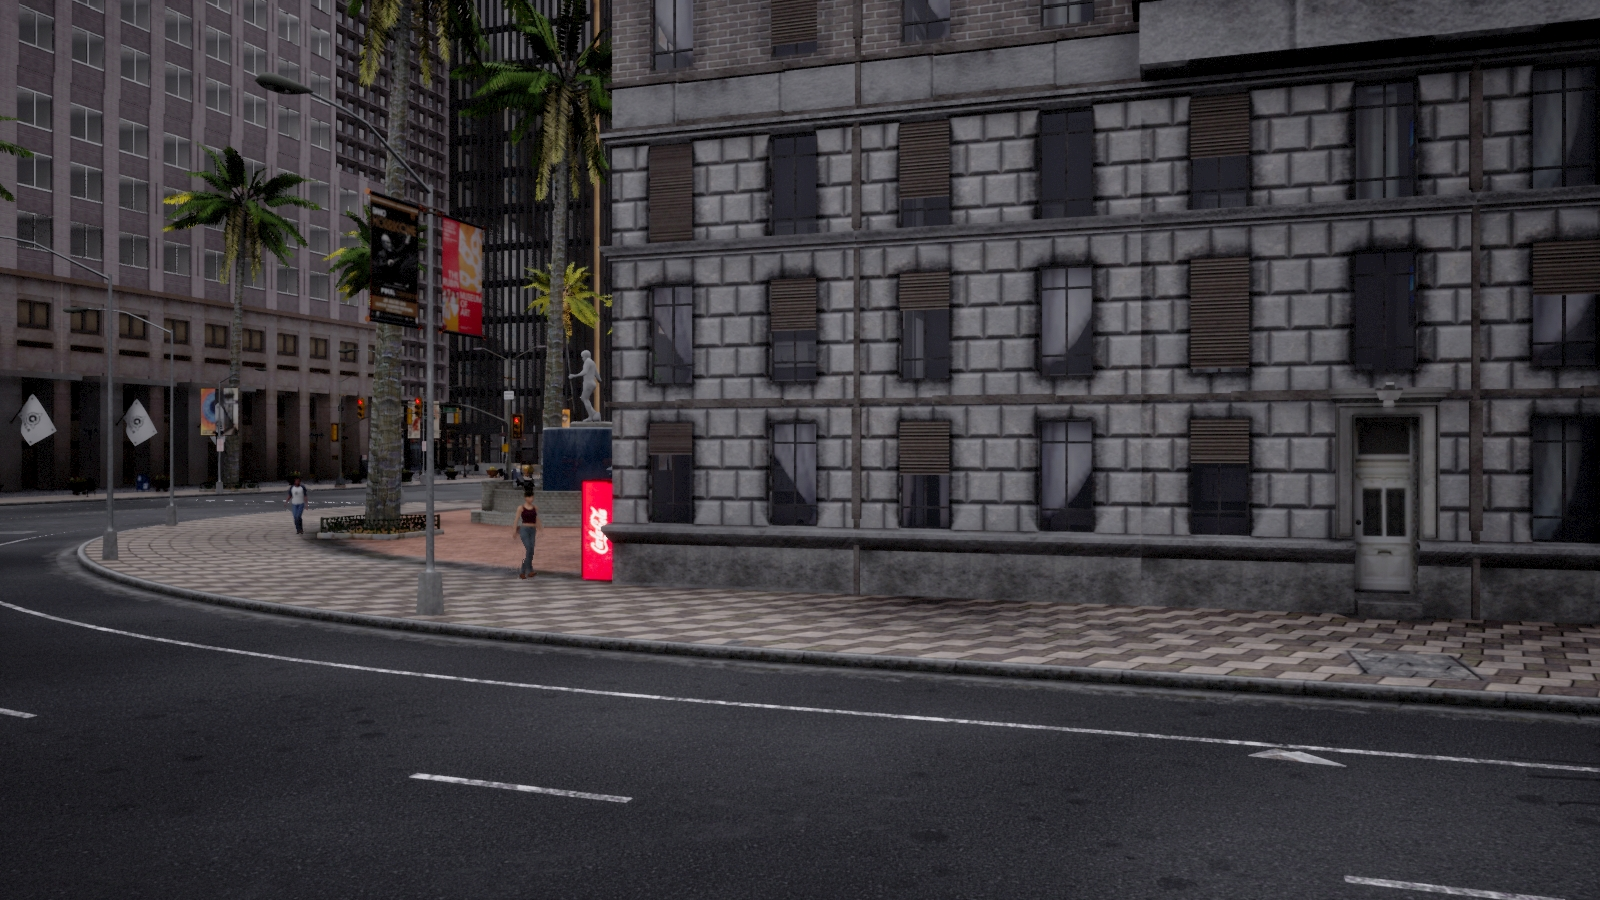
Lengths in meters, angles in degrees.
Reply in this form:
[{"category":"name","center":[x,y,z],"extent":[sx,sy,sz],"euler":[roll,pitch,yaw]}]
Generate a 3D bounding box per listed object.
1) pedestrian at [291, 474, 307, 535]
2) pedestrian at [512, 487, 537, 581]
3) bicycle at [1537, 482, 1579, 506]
[{"category":"pedestrian","center":[-15.630,1.696,35.649],"extent":[0.375,1.860,0.375],"euler":[0,0,-10]},{"category":"pedestrian","center":[-5.577,1.696,23.143],"extent":[0.375,1.860,0.375],"euler":[0,0,-40]},{"category":"bicycle","center":[38.734,2.246,58.379],"extent":[0.329,1.171,1.835],"euler":[6,-4,-26]}]
